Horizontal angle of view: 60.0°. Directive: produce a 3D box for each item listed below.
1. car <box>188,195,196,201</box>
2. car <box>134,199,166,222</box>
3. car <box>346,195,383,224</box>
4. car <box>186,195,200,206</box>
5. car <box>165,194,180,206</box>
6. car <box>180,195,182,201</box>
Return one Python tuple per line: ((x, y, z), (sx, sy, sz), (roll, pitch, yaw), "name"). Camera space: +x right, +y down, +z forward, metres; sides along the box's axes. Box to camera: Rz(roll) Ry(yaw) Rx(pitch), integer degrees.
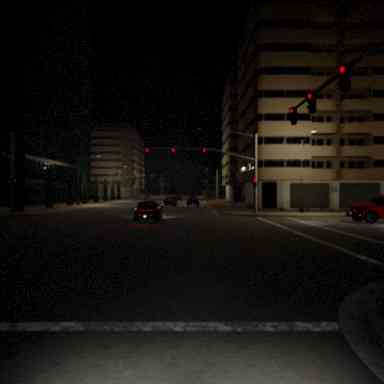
((0.063, 1.454, 80.960), (1.837, 1.490, 4.892), (0, 0, 0), "car")
((-3.378, 1.490, 26.301), (1.837, 1.490, 4.892), (0, 0, 0), "car")
((14.445, 1.207, 24.539), (5.566, 2.045, 2.150), (0, 0, -1), "car")
((0.127, 1.495, 52.241), (1.812, 1.442, 4.674), (0, 0, 0), "car")
((-3.359, 1.447, 52.757), (1.882, 1.535, 5.008), (0, 0, 0), "car")
((-3.437, 1.309, 80.526), (2.097, 1.767, 4.553), (0, 0, 0), "car")
